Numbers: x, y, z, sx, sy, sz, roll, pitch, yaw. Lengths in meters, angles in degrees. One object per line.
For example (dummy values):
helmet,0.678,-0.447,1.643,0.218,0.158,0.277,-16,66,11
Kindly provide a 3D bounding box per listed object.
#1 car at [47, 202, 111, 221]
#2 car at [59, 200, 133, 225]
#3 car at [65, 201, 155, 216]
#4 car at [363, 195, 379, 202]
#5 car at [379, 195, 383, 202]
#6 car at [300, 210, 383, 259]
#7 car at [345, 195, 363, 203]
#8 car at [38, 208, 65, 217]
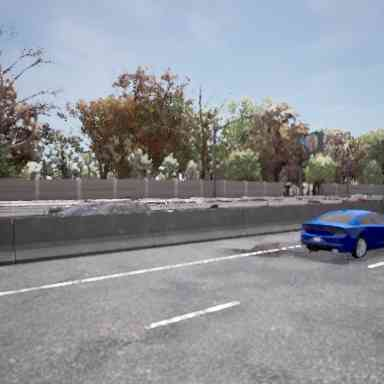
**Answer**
car,-9.284,1.557,27.488,4.718,1.301,1.895,0,0,-36
car,-7.085,1.447,24.757,4.902,1.511,2.128,0,0,-36
car,-4.195,1.315,18.215,4.553,1.767,2.097,0,0,-36
car,28.319,1.223,50.104,5.008,1.535,1.882,0,0,-35
car,28.743,0.979,46.105,5.566,2.045,2.150,0,0,-35
car,6.156,1.415,12.468,5.008,1.535,1.882,0,0,-36
car,26.270,1.271,52.938,4.674,1.442,1.812,0,0,-35
car,-6.781,1.514,20.670,5.357,1.411,2.033,0,0,-36
